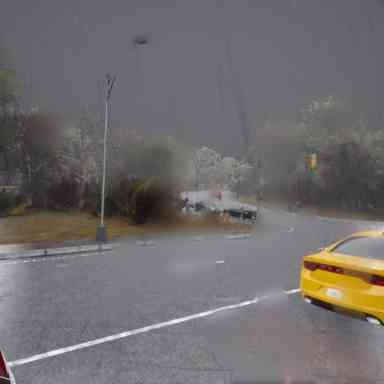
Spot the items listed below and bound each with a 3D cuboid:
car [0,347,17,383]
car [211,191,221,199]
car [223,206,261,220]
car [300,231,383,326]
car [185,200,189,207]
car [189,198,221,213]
[{"bbox_3d":[-3.240,1.353,1.440,4.553,1.767,2.097,0,0,-35],"label":"car"},{"bbox_3d":[5.737,0.741,78.963,2.150,2.045,5.566,2,2,-1],"label":"car"},{"bbox_3d":[5.105,2.147,34.294,1.895,1.301,4.718,3,-1,-22],"label":"car"},{"bbox_3d":[4.352,1.542,6.855,5.008,1.535,1.882,1,-1,-35],"label":"car"},{"bbox_3d":[-1.046,1.726,52.688,1.994,1.385,4.181,2,1,-14],"label":"car"},{"bbox_3d":[1.773,1.926,43.099,2.128,1.511,4.902,2,0,-19],"label":"car"}]
